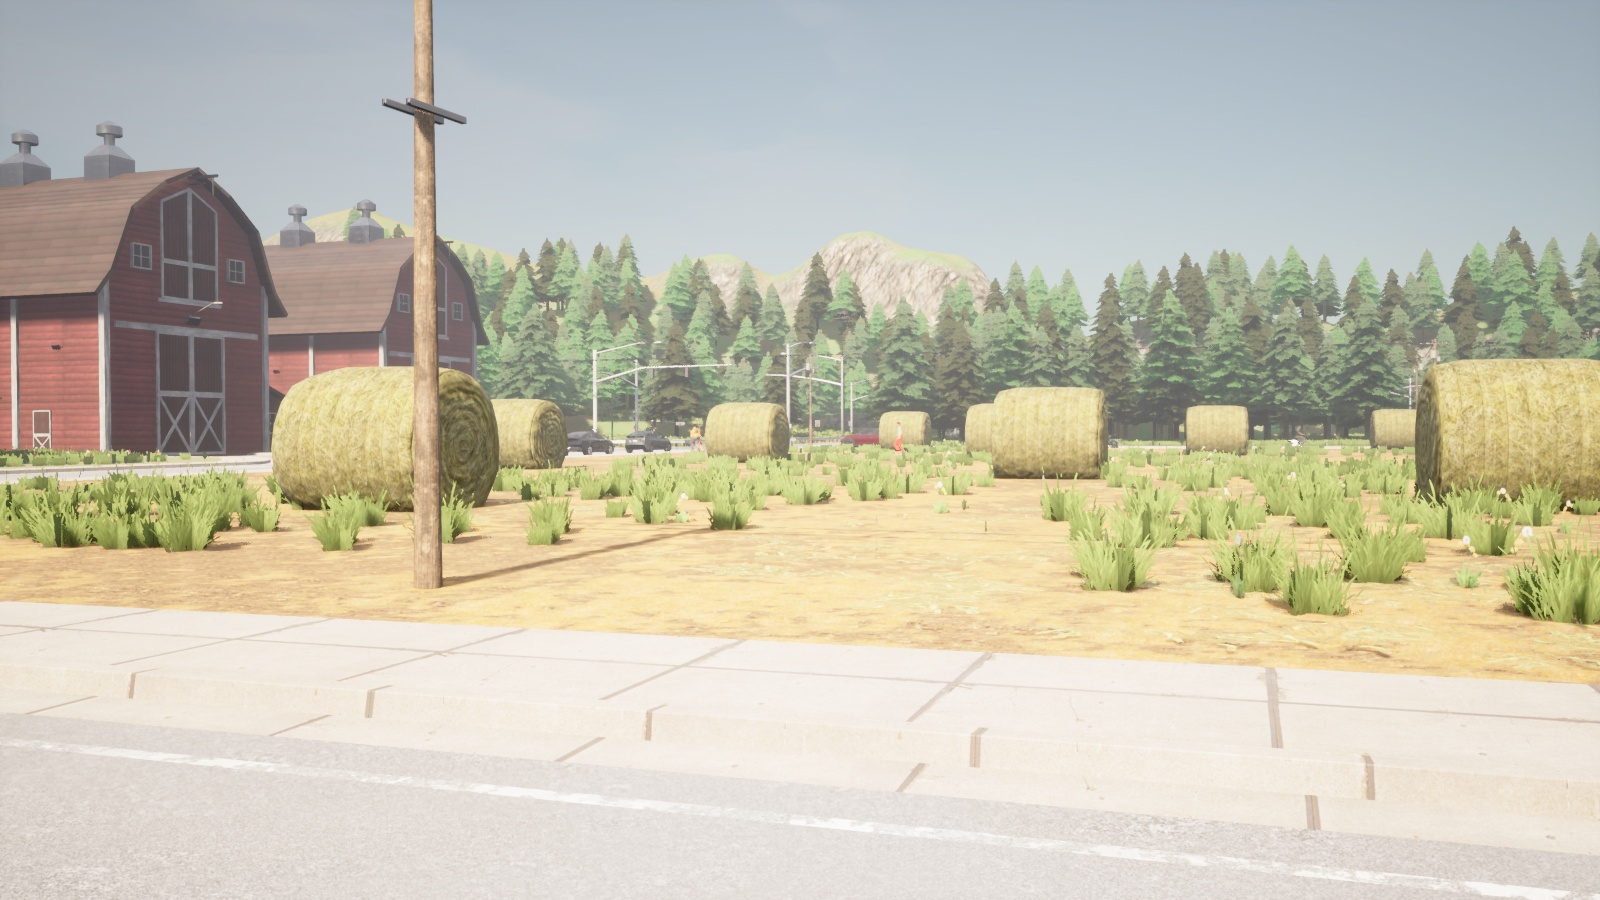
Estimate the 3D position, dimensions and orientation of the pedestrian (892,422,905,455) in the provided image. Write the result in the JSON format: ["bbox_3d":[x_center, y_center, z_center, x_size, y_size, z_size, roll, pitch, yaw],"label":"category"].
[{"bbox_3d":[5.415,-0.632,68.989,0.594,1.836,0.345,1,1,18],"label":"pedestrian"}]

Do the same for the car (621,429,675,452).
[{"bbox_3d":[-10.431,-0.680,86.370,2.007,1.525,4.514,1,1,17],"label":"car"}]

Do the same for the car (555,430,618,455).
[{"bbox_3d":[-13.170,-0.488,77.643,1.837,1.490,4.892,0,1,17],"label":"car"}]

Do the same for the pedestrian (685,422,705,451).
[{"bbox_3d":[-6.841,-0.874,81.824,0.900,1.855,0.874,1,1,30],"label":"pedestrian"}]
